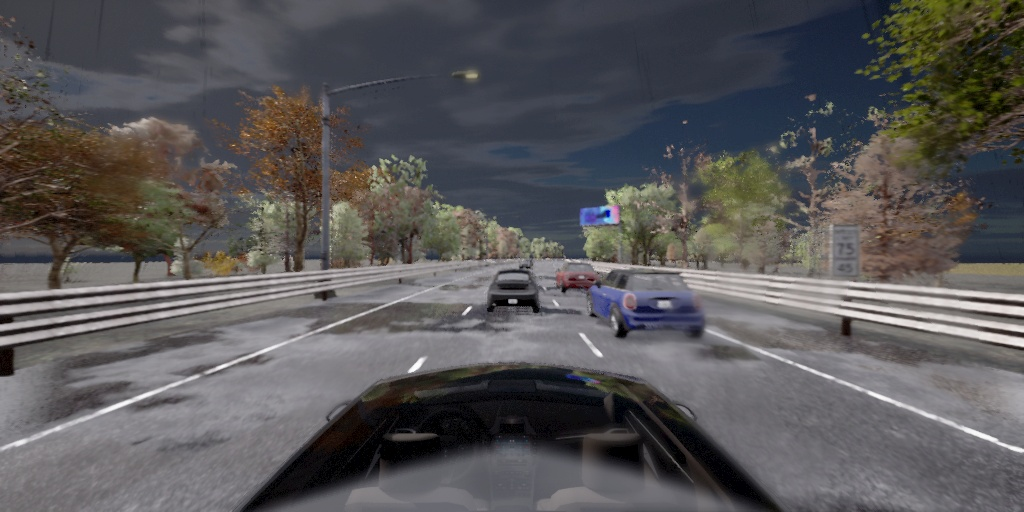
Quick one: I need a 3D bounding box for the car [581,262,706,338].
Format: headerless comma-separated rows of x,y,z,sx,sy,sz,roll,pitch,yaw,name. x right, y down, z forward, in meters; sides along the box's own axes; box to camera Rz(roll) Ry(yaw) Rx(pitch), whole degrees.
3.550,1.125,10.400,2.097,1.767,4.553,0,0,1,car

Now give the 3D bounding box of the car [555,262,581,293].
3.758,1.149,21.276,2.097,1.767,4.553,0,0,1,car

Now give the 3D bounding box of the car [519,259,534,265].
2.050,1.498,56.123,1.895,1.301,4.718,0,0,4,car

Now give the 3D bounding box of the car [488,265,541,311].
0.091,1.283,14.525,1.837,1.490,4.892,0,0,1,car
